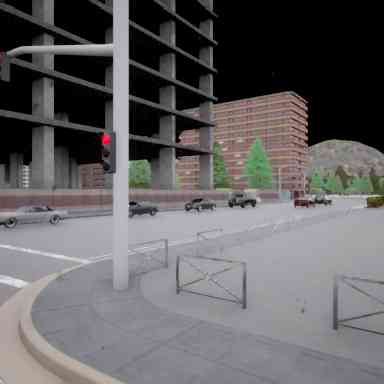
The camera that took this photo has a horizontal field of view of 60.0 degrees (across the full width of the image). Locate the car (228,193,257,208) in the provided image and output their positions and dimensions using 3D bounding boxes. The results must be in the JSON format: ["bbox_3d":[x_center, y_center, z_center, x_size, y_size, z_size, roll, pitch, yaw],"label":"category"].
[{"bbox_3d":[7.251,1.166,47.155,2.150,2.045,5.566,0,0,35],"label":"car"}]

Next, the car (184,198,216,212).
[{"bbox_3d":[1.023,1.449,38.446,1.837,1.490,4.892,0,0,35],"label":"car"}]

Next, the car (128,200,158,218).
[{"bbox_3d":[-4.976,1.470,29.984,1.812,1.442,4.674,0,0,36],"label":"car"}]

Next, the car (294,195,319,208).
[{"bbox_3d":[16.033,1.422,47.183,1.882,1.535,5.008,0,0,35],"label":"car"}]

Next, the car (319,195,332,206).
[{"bbox_3d":[21.736,1.297,55.218,2.097,1.767,4.553,0,0,35],"label":"car"}]

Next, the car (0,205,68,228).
[{"bbox_3d":[-10.755,1.545,21.855,1.895,1.301,4.718,0,0,35],"label":"car"}]
